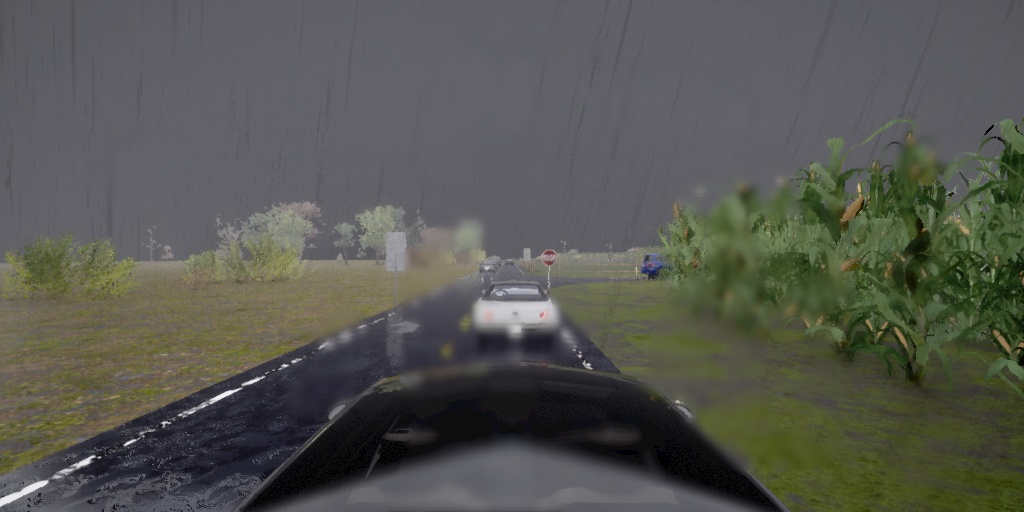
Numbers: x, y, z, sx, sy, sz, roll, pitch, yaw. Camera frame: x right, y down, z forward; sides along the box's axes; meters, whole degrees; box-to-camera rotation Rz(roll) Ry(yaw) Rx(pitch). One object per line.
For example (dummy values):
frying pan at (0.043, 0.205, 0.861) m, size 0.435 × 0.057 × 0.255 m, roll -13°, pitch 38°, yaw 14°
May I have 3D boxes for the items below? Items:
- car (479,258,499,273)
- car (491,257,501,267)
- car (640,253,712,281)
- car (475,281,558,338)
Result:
car at (-2.950, 1.268, 43.596) m, size 2.128 × 1.511 × 4.902 m, roll 0°, pitch 0°, yaw -2°
car at (-3.111, 1.286, 55.309) m, size 2.128 × 1.511 × 4.902 m, roll 0°, pitch 0°, yaw -1°
car at (12.902, 0.821, 28.041) m, size 5.566 × 2.045 × 2.150 m, roll -1°, pitch -1°, yaw -2°
car at (0.099, 1.353, 10.179) m, size 1.895 × 1.301 × 4.718 m, roll 0°, pitch 0°, yaw 0°
